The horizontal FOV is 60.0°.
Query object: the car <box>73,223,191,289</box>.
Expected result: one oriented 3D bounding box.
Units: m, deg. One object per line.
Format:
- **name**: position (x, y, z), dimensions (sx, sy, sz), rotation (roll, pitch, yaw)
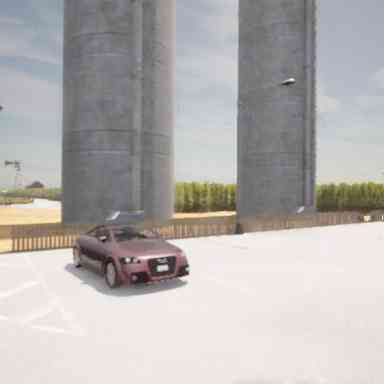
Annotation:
- **car**: position (-1.847, 1.592, 9.378), dimensions (1.994, 1.381, 4.181), rotation (1, 0, -36)
